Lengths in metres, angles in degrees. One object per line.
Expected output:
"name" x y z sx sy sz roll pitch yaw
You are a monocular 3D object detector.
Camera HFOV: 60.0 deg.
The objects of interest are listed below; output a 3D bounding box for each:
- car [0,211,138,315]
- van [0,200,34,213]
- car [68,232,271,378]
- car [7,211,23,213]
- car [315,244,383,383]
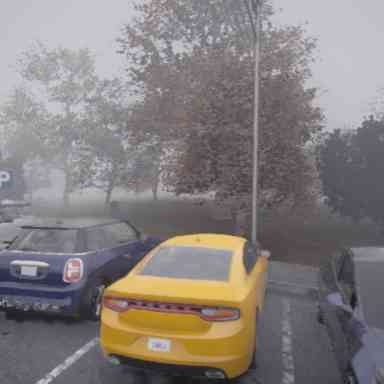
"car" -2.147 1.355 7.561 2.185 1.767 4.553 0 -1 15
"van" -6.992 1.256 11.092 1.878 1.987 4.442 0 -1 14
"car" 0.293 1.483 5.878 2.097 1.535 5.008 0 -1 15
"car" -4.565 1.480 9.291 2.097 1.535 5.008 1 -1 15
"car" 2.715 1.515 4.134 2.163 1.488 4.792 1 -1 15
